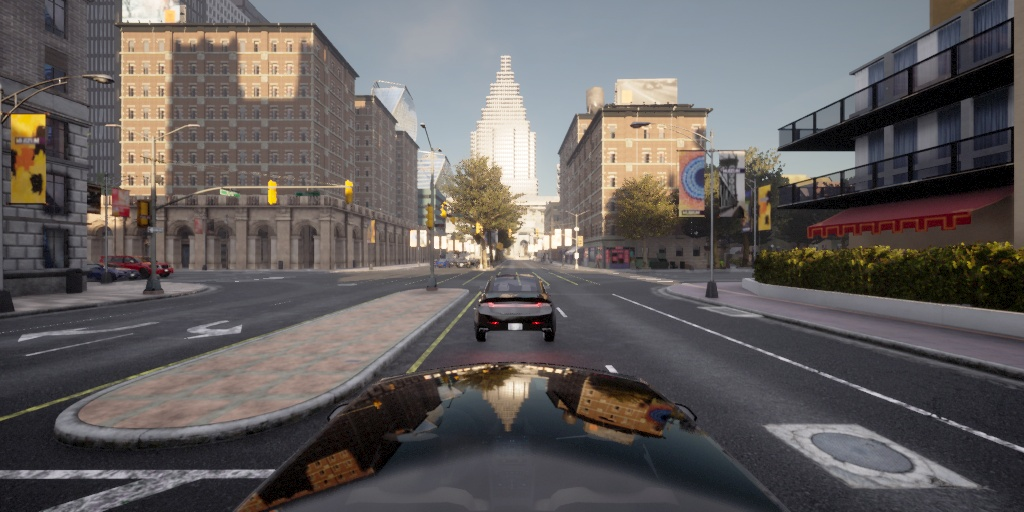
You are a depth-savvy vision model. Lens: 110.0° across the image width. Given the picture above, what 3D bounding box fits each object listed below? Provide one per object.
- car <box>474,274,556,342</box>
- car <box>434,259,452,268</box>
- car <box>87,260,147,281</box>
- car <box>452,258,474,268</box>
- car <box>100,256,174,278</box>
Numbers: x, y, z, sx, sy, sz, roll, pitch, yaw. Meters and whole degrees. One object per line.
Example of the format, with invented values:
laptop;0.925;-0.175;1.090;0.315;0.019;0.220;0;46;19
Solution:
car;0.081;1.241;9.806;2.128;1.511;4.902;0;0;0
car;-11.541;1.227;60.040;1.882;1.535;5.008;0;0;0
car;-33.276;1.275;29.236;4.674;1.442;1.812;0;0;0
car;-8.045;1.241;59.624;2.128;1.511;4.902;0;0;0
car;-34.391;0.972;32.724;5.566;2.045;2.150;0;0;-2
